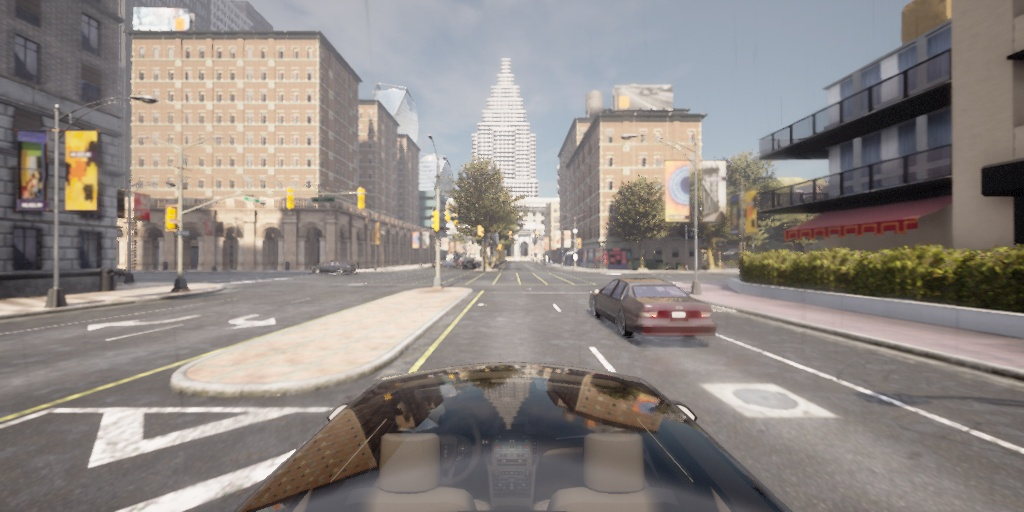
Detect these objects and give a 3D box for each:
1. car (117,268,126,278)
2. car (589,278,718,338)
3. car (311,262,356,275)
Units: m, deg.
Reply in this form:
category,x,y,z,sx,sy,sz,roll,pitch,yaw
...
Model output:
category,x,y,z,sx,sy,sz,roll,pitch,yaw
car,-39.890,1.372,34.165,4.892,1.490,1.837,0,0,0
car,3.615,1.328,10.280,2.033,1.411,5.357,0,0,0
car,-20.476,1.385,41.162,4.902,1.511,2.128,0,0,7
